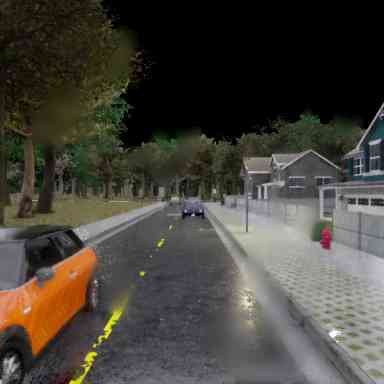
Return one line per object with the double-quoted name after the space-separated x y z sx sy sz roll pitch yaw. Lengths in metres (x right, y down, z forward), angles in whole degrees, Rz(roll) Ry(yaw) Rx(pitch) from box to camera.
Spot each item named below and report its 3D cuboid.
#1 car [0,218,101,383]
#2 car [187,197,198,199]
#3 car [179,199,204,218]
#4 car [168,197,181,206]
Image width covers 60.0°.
-2.848 1.353 4.671 2.097 1.767 4.553 0 0 0 "car"
0.105 1.375 42.712 2.097 1.767 4.553 0 0 0 "car"
0.103 1.611 29.757 1.895 1.301 4.718 0 0 0 "car"
-2.803 1.564 55.523 1.812 1.442 4.674 0 0 0 "car"
